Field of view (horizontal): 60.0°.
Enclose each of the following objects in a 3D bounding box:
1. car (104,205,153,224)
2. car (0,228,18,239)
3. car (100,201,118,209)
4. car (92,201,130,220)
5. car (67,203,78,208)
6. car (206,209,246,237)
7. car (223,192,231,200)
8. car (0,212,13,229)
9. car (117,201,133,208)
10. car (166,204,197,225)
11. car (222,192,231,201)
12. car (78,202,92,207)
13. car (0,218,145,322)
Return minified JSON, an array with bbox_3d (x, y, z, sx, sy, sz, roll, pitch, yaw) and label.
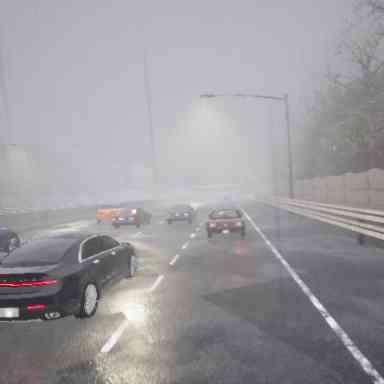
[{"bbox_3d":[-4.390,1.862,24.827,2.033,1.411,5.357,-3,0,6],"label":"car"},{"bbox_3d":[-6.269,1.854,7.000,2.128,1.511,4.902,-3,0,6],"label":"car"},{"bbox_3d":[-17.347,2.696,69.563,2.128,1.511,4.902,-3,0,6],"label":"car"},{"bbox_3d":[-7.230,1.842,31.308,2.097,1.767,4.553,-3,0,6],"label":"car"},{"bbox_3d":[-24.387,3.041,69.467,1.882,1.535,5.008,-3,0,6],"label":"car"},{"bbox_3d":[1.800,1.555,17.779,1.895,1.301,4.718,-3,0,6],"label":"car"},{"bbox_3d":[9.820,1.096,94.043,2.150,2.045,5.566,-3,0,6],"label":"car"},{"bbox_3d":[-18.228,2.630,28.759,2.033,1.411,5.357,-3,0,6],"label":"car"},{"bbox_3d":[-13.871,2.575,69.166,1.895,1.301,4.718,-3,0,6],"label":"car"},{"bbox_3d":[-0.754,1.667,25.992,2.033,1.411,5.357,-3,0,6],"label":"car"},{"bbox_3d":[8.362,1.389,80.070,1.812,1.442,4.674,-3,0,6],"label":"car"},{"bbox_3d":[-20.953,2.903,68.686,2.128,1.511,4.902,-3,0,6],"label":"car"},{"bbox_3d":[-2.677,1.673,7.733,1.837,1.490,4.892,-3,0,6],"label":"car"}]
